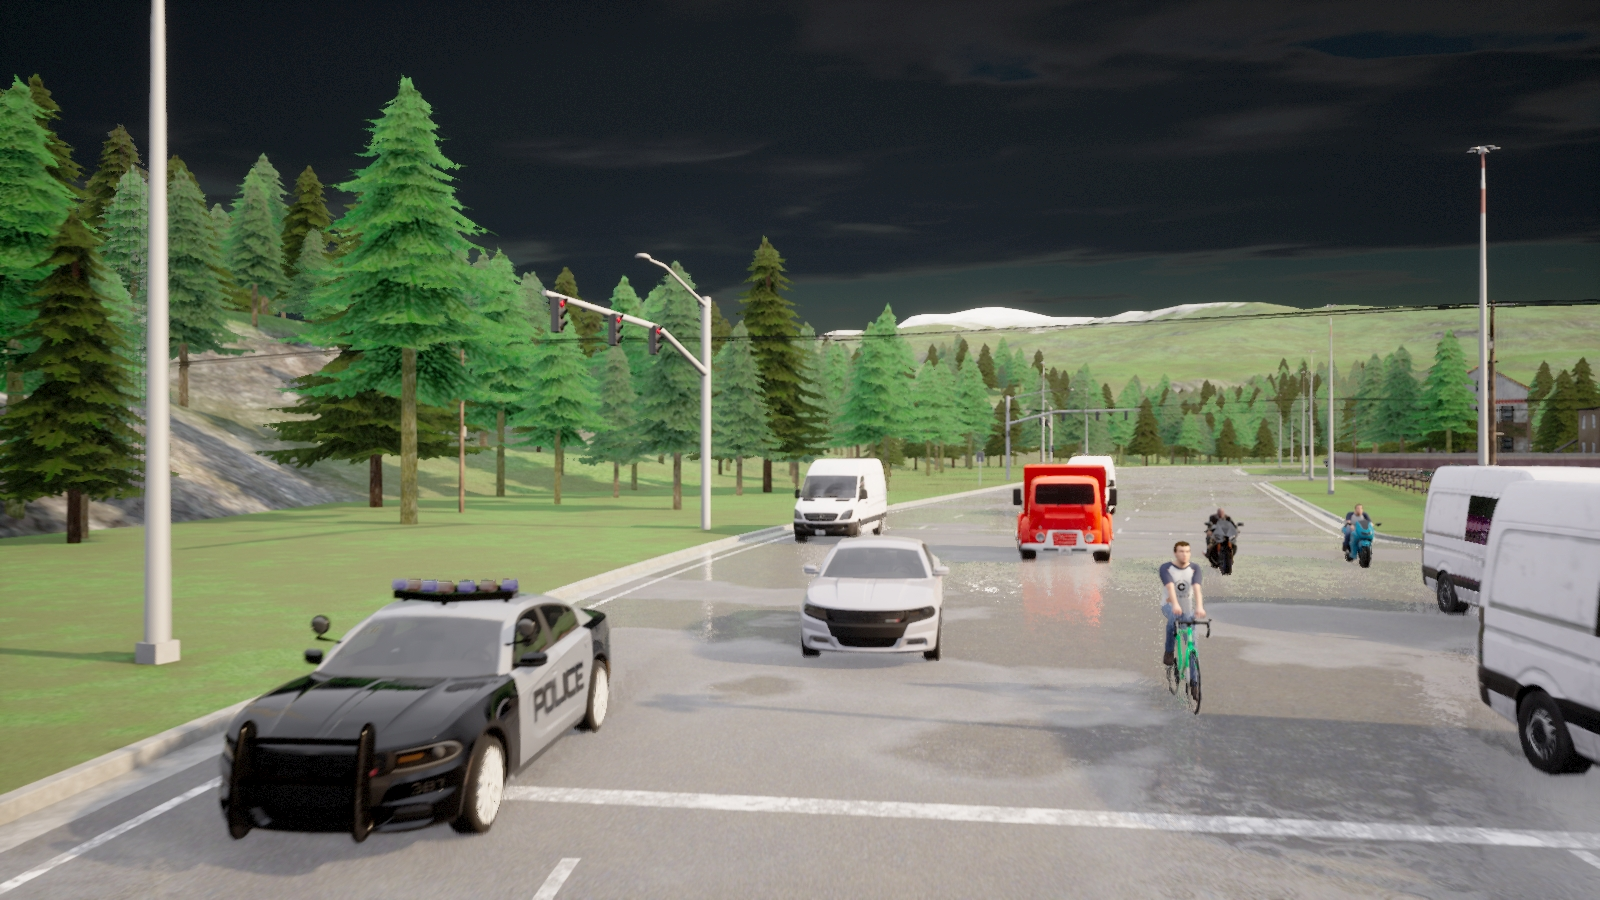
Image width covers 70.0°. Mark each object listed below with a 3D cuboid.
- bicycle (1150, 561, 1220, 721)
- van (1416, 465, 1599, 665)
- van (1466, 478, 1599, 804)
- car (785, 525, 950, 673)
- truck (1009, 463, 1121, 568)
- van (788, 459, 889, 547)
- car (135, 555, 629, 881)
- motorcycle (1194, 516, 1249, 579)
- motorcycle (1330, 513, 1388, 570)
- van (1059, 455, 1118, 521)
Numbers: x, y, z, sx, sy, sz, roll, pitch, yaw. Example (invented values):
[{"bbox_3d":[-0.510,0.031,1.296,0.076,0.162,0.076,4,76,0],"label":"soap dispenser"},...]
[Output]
[{"bbox_3d":[4.268,2.071,12.744,0.373,1.496,1.643,1,1,6],"label":"bicycle"},{"bbox_3d":[11.857,1.555,17.865,1.988,2.561,5.915,0,0,8],"label":"van"},{"bbox_3d":[7.334,1.545,8.199,1.988,2.561,5.915,0,0,4],"label":"van"},{"bbox_3d":[1.178,2.054,17.044,2.097,1.535,5.006,0,0,7],"label":"car"},{"bbox_3d":[6.980,1.604,30.163,2.627,2.467,5.204,0,0,13],"label":"truck"},{"bbox_3d":[1.354,1.575,36.738,1.988,2.561,5.915,0,0,15],"label":"van"},{"bbox_3d":[-3.165,1.995,10.145,2.097,1.638,5.238,0,0,5],"label":"car"},{"bbox_3d":[9.783,2.235,26.595,0.867,1.251,2.209,0,0,12],"label":"motorcycle"},{"bbox_3d":[13.659,2.217,27.963,0.803,1.199,2.033,1,0,12],"label":"motorcycle"},{"bbox_3d":[12.659,1.583,49.904,1.988,2.561,5.915,0,1,19],"label":"van"}]
